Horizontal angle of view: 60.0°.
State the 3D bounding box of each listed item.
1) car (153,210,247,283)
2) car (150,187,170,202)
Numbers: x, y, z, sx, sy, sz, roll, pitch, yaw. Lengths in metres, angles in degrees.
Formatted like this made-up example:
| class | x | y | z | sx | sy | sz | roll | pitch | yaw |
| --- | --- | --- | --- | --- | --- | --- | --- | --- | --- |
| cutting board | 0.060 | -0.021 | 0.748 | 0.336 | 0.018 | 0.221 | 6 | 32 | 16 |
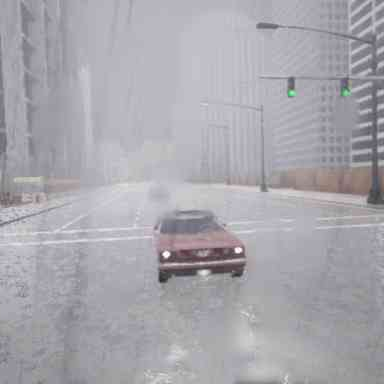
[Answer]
| class | x | y | z | sx | sy | sz | roll | pitch | yaw |
| --- | --- | --- | --- | --- | --- | --- | --- | --- | --- |
| car | -0.056 | 1.197 | 8.735 | 1.895 | 1.301 | 4.718 | -2 | 3 | -7 |
| car | -3.271 | 0.207 | 33.412 | 1.895 | 1.301 | 4.718 | -2 | 3 | -7 |
